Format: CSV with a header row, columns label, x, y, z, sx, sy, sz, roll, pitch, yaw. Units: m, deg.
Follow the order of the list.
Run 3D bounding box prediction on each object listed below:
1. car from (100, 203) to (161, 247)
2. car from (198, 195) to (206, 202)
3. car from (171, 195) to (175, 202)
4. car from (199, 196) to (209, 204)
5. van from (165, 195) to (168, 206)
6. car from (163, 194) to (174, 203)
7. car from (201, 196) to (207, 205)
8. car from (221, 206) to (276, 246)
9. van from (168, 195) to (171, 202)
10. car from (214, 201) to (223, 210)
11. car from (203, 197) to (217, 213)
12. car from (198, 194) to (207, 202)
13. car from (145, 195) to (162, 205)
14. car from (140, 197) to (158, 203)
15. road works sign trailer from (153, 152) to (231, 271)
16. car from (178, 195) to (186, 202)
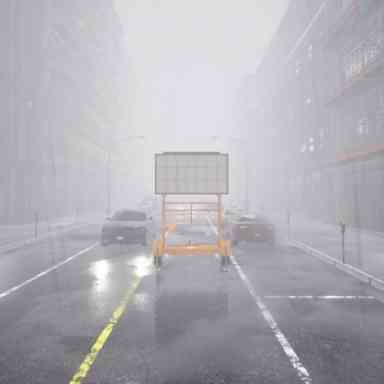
label,x,y,z,sx,sy,sz,roll,pitch,yaw
car,-2.751,1.495,15.257,1.882,1.535,5.008,0,0,0
car,2.578,1.682,59.560,1.887,1.381,4.507,1,0,0
car,-5.299,1.499,70.682,2.192,1.841,5.009,1,0,0
car,2.586,1.624,70.622,1.967,1.590,4.097,1,0,0
van,-5.297,1.458,54.089,1.690,1.788,3.998,2,0,0
car,-5.300,1.524,76.211,2.192,1.841,5.009,1,0,0
car,2.579,1.633,42.968,2.008,1.369,4.403,1,0,0
car,2.584,1.563,15.314,1.887,1.381,4.507,1,0,0
van,-5.298,1.479,59.621,1.690,1.788,3.998,1,0,0
car,2.583,1.553,21.016,1.752,1.417,4.829,1,0,0
car,2.580,1.612,37.436,1.887,1.381,4.507,1,0,0
car,2.545,1.549,81.684,2.192,1.841,5.009,1,0,0
car,-5.294,1.397,43.030,2.192,1.841,5.009,2,0,0
car,-5.299,1.592,37.328,1.752,1.417,4.829,2,0,0
road works sign trailer,-0.013,0.475,10.984,2.380,3.560,2.880,0,0,0
car,-2.760,1.616,87.678,2.097,1.767,4.553,0,0,0
